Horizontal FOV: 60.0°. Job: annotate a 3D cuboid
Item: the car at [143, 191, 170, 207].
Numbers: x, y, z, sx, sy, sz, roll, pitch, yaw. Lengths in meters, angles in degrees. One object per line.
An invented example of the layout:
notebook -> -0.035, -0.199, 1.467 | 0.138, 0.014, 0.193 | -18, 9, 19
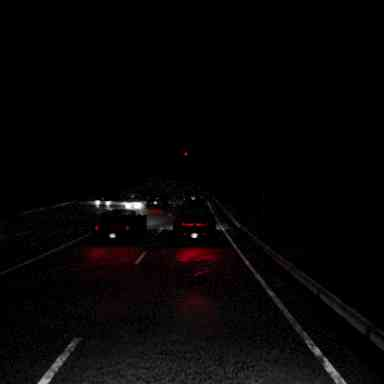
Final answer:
car -> -3.384, 0.644, 33.278 | 1.837, 1.490, 4.892 | 0, 3, 0

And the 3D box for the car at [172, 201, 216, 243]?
car -> 0.107, 1.440, 15.860 | 1.837, 1.490, 4.892 | 0, 2, 0

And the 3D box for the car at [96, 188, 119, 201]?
car -> -10.480, 0.254, 41.760 | 2.033, 1.411, 5.357 | 0, 3, 0

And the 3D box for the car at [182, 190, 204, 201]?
car -> 0.114, 0.543, 32.301 | 2.097, 1.767, 4.553 | 0, 3, 0

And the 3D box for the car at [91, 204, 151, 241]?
car -> -3.393, 1.519, 16.424 | 1.895, 1.301, 4.718 | 0, 1, 0

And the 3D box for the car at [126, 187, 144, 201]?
car -> -6.982, 0.204, 41.573 | 2.128, 1.511, 4.902 | 0, 3, 0
